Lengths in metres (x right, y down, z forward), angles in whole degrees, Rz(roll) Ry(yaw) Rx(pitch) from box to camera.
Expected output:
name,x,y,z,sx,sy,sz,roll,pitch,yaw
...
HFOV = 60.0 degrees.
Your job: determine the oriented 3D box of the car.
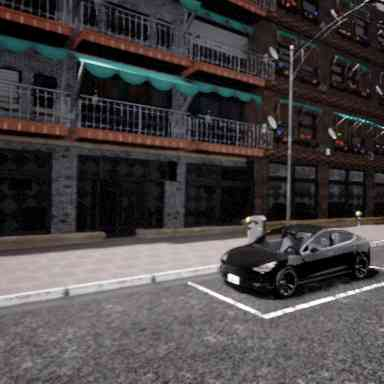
name,x,y,z,sx,sy,sz,roll,pitch,yaw
car,2.737,1.513,8.359,4.313,1.339,1.947,0,2,-33
